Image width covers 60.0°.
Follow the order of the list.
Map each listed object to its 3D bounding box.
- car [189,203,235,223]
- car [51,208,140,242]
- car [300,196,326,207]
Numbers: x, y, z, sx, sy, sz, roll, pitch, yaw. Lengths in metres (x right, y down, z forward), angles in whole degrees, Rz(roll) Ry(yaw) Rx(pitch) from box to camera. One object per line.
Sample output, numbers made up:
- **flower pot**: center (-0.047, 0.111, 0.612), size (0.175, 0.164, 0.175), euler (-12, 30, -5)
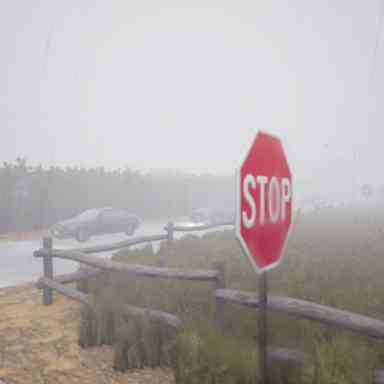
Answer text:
- **car**: center (1.611, 1.551, 25.102), size (1.994, 1.385, 4.181), euler (0, 0, 36)
- **car**: center (-4.603, 1.521, 16.531), size (1.812, 1.442, 4.674), euler (0, 0, 36)
- **car**: center (16.765, 1.269, 46.160), size (2.128, 1.511, 4.902), euler (0, 1, -6)
